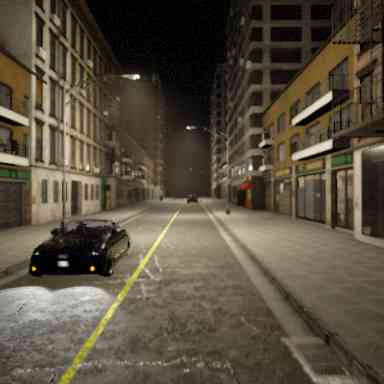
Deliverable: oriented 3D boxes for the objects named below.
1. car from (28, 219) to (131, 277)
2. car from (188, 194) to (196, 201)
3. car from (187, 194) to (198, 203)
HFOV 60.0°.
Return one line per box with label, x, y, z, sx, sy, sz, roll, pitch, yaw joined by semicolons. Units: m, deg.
car;-3.101;1.523;9.979;1.994;1.385;4.181;0;0;0
car;-0.010;1.175;76.776;1.882;1.535;5.008;0;0;0
car;0.092;1.272;59.543;1.812;1.442;4.674;0;0;0
